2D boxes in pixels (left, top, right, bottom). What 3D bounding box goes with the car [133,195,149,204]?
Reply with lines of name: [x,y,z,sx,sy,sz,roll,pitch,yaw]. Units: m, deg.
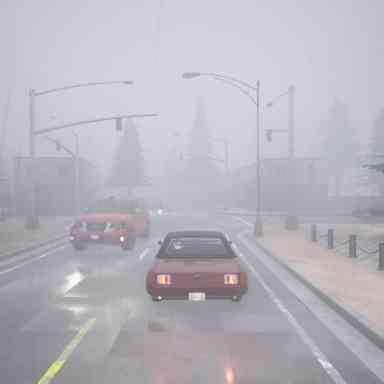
car: [-9.576,1.443,61.929,1.882,1.535,5.008,0,0,-23]

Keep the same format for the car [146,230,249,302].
car: [0.074,1.601,8.227,1.895,1.301,4.718,0,0,-1]

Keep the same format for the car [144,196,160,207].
car: [-6.325,1.470,52.192,1.837,1.490,4.892,0,0,-15]

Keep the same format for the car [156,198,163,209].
car: [-4.823,1.530,43.443,1.994,1.385,4.181,0,0,-6]

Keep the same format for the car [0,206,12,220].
car: [-16.158,1.337,25.150,4.553,1.767,2.097,0,0,2]

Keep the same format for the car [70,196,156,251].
car: [-3.229,1.221,14.432,2.150,2.045,5.566,0,0,4]

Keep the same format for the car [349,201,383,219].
car: [15.771,1.476,27.886,4.902,1.511,2.128,0,0,2]
